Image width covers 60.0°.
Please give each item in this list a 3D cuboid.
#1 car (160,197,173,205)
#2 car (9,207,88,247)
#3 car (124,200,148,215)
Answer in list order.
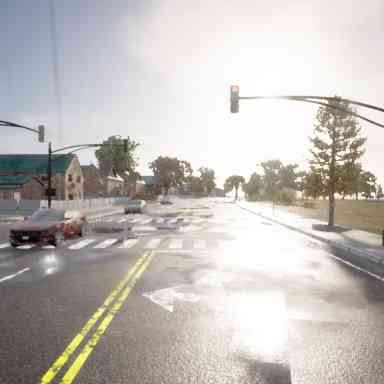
[{"bbox_3d":[-4.532,1.641,59.919,1.812,1.442,4.674,0,0,4],"label":"car"},{"bbox_3d":[-6.361,1.496,15.298,1.882,1.535,5.008,0,0,1],"label":"car"},{"bbox_3d":[-5.824,1.605,34.980,1.837,1.490,4.892,0,0,2],"label":"car"}]
